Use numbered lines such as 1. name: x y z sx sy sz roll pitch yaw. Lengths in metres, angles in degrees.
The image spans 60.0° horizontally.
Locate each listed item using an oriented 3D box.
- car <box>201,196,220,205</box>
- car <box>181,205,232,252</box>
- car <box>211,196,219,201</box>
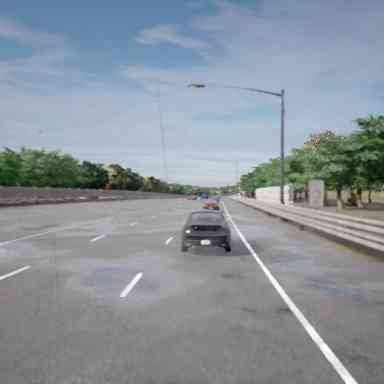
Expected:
1. car: 2.179 1.556 37.718 1.812 1.442 4.674 0 0 4
2. car: 0.614 1.509 14.047 1.837 1.490 4.892 0 0 3
3. car: 6.567 1.855 94.114 2.033 1.411 5.357 0 0 4
